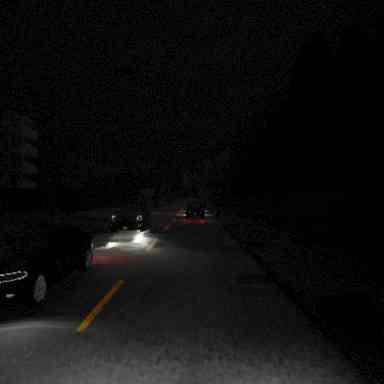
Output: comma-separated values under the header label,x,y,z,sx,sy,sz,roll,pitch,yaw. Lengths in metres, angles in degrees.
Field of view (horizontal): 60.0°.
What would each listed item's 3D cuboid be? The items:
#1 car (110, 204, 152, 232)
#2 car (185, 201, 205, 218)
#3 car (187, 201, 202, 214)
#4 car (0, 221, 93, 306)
label,x,y,z,sx,sy,sz,roll,pitch,yaw
car,-3.955,1.590,22.067,2.097,1.767,4.553,0,-1,1
car,0.305,1.899,34.460,1.812,1.442,4.674,0,-1,0
car,0.366,1.987,44.405,1.837,1.490,4.892,0,0,1
car,-4.043,1.568,8.491,1.882,1.535,5.008,0,-1,0
